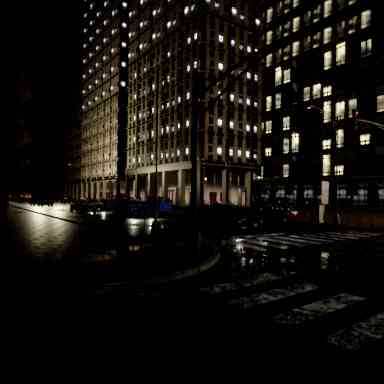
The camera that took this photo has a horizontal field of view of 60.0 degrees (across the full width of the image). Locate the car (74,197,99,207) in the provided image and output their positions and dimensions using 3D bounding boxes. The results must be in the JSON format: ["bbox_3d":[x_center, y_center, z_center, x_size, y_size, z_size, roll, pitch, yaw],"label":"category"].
[{"bbox_3d":[-16.013,1.517,50.296,2.033,1.411,5.357,1,-1,-36],"label":"car"}]

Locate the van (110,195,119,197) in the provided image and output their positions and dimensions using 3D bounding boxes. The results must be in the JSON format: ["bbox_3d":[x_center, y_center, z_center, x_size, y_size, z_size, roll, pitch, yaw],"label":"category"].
[{"bbox_3d":[-10.498,1.368,46.999,1.690,1.788,3.998,1,-1,-35],"label":"van"}]

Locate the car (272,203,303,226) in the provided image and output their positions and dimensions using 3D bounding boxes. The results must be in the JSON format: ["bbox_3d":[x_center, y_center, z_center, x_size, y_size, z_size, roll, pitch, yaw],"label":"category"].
[{"bbox_3d":[5.818,1.505,23.945,1.967,1.590,4.097,1,-1,-35],"label":"car"}]

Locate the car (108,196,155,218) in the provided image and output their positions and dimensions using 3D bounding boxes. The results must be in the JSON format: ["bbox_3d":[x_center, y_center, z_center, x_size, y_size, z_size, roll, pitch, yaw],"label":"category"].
[{"bbox_3d":[-5.460,1.412,29.854,1.882,1.535,5.008,1,-1,-35],"label":"car"}]

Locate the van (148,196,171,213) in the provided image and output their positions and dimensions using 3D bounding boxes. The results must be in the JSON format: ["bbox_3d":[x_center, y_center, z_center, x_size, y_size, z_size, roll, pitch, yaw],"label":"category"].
[{"bbox_3d":[-3.971,1.382,37.778,1.690,1.788,3.998,1,-1,-35],"label":"van"}]

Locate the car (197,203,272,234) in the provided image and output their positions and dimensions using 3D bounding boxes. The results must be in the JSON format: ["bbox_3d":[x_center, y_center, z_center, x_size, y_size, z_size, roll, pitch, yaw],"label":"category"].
[{"bbox_3d":[1.942,1.429,19.210,1.882,1.535,5.008,1,-1,-33],"label":"car"}]

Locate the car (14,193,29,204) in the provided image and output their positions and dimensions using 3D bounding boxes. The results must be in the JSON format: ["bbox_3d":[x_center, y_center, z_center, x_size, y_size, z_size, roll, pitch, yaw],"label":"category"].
[{"bbox_3d":[-30.390,1.154,60.600,2.192,1.841,5.009,1,-1,-35],"label":"car"}]

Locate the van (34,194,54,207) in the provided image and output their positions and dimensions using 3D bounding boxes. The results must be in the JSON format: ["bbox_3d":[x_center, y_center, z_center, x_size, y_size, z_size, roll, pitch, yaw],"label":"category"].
[{"bbox_3d":[-20.600,1.197,46.768,1.690,1.788,3.998,1,-1,-35],"label":"van"}]

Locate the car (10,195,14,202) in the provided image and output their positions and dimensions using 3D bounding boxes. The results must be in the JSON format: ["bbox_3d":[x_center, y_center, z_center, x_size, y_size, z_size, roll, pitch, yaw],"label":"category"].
[{"bbox_3d":[-36.921,1.396,69.819,1.947,1.339,4.313,1,-1,-35],"label":"car"}]

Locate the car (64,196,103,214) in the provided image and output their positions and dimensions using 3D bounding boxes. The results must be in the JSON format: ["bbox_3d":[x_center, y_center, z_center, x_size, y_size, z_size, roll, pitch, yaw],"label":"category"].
[{"bbox_3d":[-10.814,1.427,32.935,2.008,1.369,4.403,1,-1,-35],"label":"car"}]

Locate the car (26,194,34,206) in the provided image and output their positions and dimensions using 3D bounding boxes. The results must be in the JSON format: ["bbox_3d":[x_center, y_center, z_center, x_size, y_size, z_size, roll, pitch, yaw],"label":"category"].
[{"bbox_3d":[-23.868,1.432,51.377,1.802,1.307,4.206,1,-1,-35],"label":"car"}]

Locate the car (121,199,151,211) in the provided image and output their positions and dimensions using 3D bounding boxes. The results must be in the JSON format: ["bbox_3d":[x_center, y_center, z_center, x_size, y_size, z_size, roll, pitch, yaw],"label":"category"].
[{"bbox_3d":[-7.238,1.584,42.386,2.008,1.369,4.403,1,-1,-35],"label":"car"}]

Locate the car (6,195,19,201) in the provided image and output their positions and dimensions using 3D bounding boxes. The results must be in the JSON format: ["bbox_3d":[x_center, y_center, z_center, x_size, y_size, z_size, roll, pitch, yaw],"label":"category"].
[{"bbox_3d":[-40.184,1.377,74.429,2.008,1.369,4.403,1,-1,-35],"label":"car"}]

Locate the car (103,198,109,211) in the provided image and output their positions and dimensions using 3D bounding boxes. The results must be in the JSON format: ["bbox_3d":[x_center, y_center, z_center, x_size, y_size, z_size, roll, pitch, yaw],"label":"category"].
[{"bbox_3d":[-11.779,1.468,38.802,2.033,1.411,5.357,1,-1,-35],"label":"car"}]

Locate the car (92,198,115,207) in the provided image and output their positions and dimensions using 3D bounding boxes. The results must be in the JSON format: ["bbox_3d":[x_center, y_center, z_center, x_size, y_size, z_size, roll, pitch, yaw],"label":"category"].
[{"bbox_3d":[-13.766,1.586,51.607,1.947,1.339,4.313,1,-1,-35],"label":"car"}]

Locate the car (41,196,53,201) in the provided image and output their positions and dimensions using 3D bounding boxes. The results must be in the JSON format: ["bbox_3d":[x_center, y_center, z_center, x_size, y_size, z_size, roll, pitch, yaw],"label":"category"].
[{"bbox_3d":[-36.610,1.570,83.880,1.802,1.307,4.206,1,-1,-35],"label":"car"}]

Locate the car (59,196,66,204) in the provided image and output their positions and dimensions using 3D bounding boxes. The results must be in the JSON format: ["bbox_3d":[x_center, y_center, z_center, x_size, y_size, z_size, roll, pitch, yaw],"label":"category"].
[{"bbox_3d":[-22.141,1.463,58.951,1.837,1.490,4.892,1,-1,-35],"label":"car"}]
